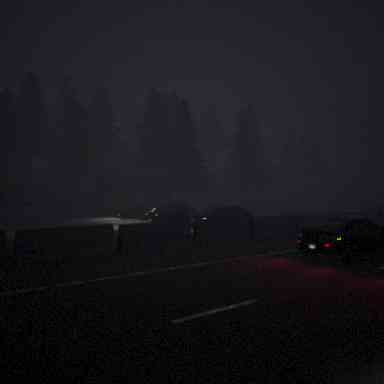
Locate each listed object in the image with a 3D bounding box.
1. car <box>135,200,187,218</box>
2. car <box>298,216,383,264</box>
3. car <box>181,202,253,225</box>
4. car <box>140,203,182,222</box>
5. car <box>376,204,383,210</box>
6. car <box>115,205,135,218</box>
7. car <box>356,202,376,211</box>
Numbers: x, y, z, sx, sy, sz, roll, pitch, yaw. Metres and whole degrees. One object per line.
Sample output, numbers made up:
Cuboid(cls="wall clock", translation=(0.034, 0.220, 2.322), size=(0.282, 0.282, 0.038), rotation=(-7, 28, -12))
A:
Cuboid(cls="car", translation=(-2.073, 1.465, 28.323), size=(4.553, 1.767, 2.097), rotation=(1, 0, -36))
Cuboid(cls="car", translation=(5.805, 1.608, 12.201), size=(4.674, 1.442, 1.812), rotation=(1, 0, -36))
Cuboid(cls="car", translation=(1.997, 1.618, 22.627), size=(4.892, 1.490, 1.837), rotation=(1, 0, -36))
Cuboid(cls="car", translation=(-1.131, 1.700, 24.695), size=(4.718, 1.301, 1.895), rotation=(1, 0, -36))
Cuboid(cls="car", translation=(31.398, 2.448, 52.177), size=(4.181, 1.385, 1.994), rotation=(2, -1, -35))
Cuboid(cls="car", translation=(-4.319, 1.658, 31.021), size=(5.357, 1.411, 2.033), rotation=(1, 0, -36))
Cuboid(cls="car", translation=(29.291, 2.429, 54.952), size=(5.357, 1.411, 2.033), rotation=(2, -1, -35))
